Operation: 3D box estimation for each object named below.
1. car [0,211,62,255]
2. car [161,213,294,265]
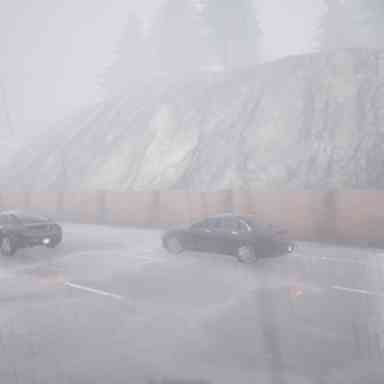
[{"bbox_3d":[-7.260,1.532,13.503,4.892,1.490,1.837,0,0,36],"label":"car"},{"bbox_3d":[1.090,1.526,11.820,4.892,1.490,1.837,0,0,36],"label":"car"}]
